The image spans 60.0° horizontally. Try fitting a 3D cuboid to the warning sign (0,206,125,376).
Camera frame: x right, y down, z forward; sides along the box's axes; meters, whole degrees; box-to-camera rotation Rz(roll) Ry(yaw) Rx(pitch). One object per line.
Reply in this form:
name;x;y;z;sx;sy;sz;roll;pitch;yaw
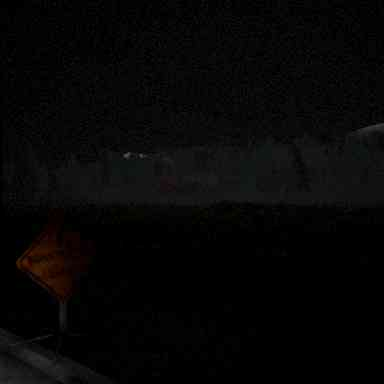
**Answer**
warning sign;-1.787;1.152;4.589;1.060;1.860;1.300;-1;0;35
